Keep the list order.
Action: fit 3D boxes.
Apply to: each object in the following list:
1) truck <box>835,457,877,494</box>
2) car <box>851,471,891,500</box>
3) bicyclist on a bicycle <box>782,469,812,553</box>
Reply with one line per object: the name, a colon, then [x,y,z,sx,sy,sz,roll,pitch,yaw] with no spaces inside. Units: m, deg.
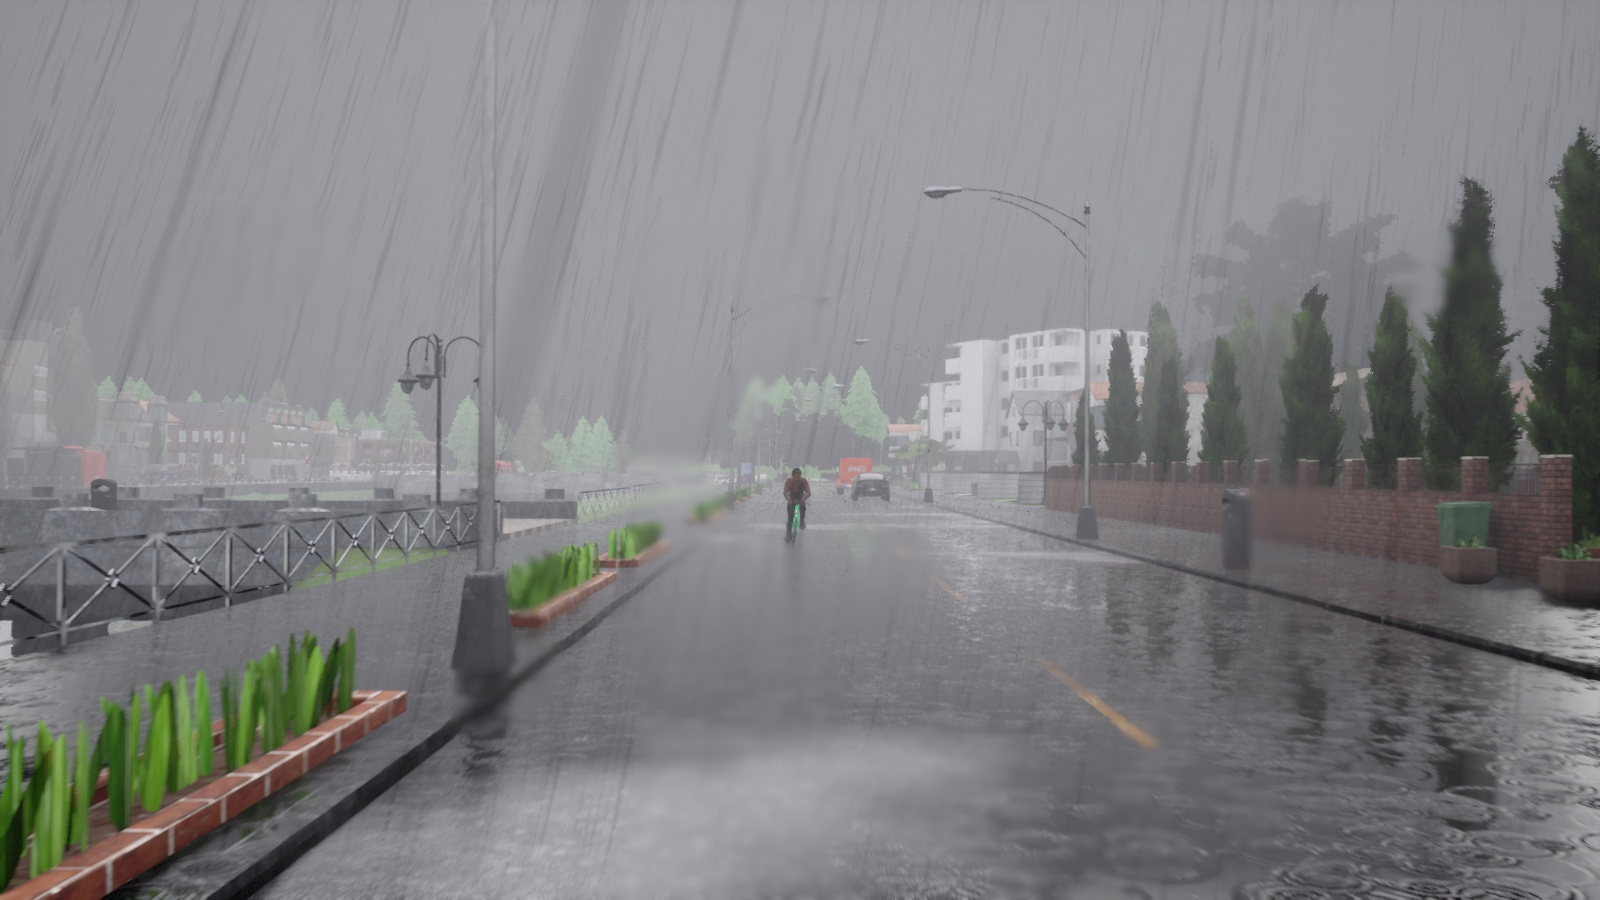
truck: [3.796,1.755,86.135,2.627,2.467,5.204,0,-1,0]
car: [3.839,1.928,68.747,1.882,1.535,5.008,0,-1,0]
bicyclist on a bicycle: [-0.059,1.187,25.042,0.582,1.620,1.656,0,-1,0]
